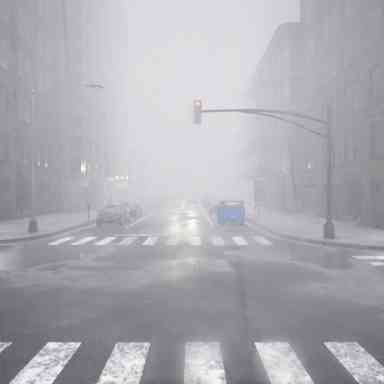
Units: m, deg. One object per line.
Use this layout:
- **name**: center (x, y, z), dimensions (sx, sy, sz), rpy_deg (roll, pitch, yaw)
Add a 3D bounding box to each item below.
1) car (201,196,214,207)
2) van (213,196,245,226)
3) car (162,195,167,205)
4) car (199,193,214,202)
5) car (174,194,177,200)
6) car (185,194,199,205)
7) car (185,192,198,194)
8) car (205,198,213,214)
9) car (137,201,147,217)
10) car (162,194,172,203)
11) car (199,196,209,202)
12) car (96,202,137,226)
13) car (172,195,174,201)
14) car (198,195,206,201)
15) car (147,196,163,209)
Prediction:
- **car**: center (2.625, 1.576, 45.912), dimensions (1.802, 1.307, 4.206), rpy_deg (0, 0, 0)
- **van**: center (2.630, 1.340, 23.187), dimensions (1.690, 1.788, 3.998), rpy_deg (0, 0, 0)
- **car**: center (-5.402, 1.556, 51.586), dimensions (1.947, 1.339, 4.313), rpy_deg (0, 0, 0)
- **car**: center (2.623, 1.305, 51.594), dimensions (2.192, 1.841, 5.009), rpy_deg (0, 0, 0)
- **car**: center (-5.410, 1.409, 79.995), dimensions (1.967, 1.590, 4.097), rpy_deg (0, 0, 0)
- **car**: center (0.088, 1.512, 57.266), dimensions (1.812, 1.442, 4.674), rpy_deg (0, 0, 0)
- **car**: center (0.076, 1.331, 67.096), dimensions (2.097, 1.767, 4.553), rpy_deg (0, 0, -2)
- **car**: center (2.628, 1.580, 34.549), dimensions (1.802, 1.307, 4.206), rpy_deg (0, 0, 0)
- **car**: center (-5.396, 1.543, 28.858), dimensions (1.887, 1.381, 4.507), rpy_deg (0, 0, 0)
- **car**: center (-5.405, 1.548, 62.949), dimensions (1.947, 1.339, 4.313), rpy_deg (0, 0, 0)
- **car**: center (2.617, 1.524, 74.319), dimensions (2.008, 1.369, 4.403), rpy_deg (0, 0, 0)
- **car**: center (-5.395, 1.549, 23.176), dimensions (2.008, 1.369, 4.403), rpy_deg (0, 0, 0)
- **car**: center (-5.407, 1.293, 68.631), dimensions (2.192, 1.841, 5.009), rpy_deg (0, 0, 0)
- **car**: center (2.614, 1.531, 85.681), dimensions (1.947, 1.339, 4.313), rpy_deg (0, 0, 0)
- **car**: center (-5.401, 1.520, 45.734), dimensions (1.752, 1.417, 4.829), rpy_deg (0, 0, 0)
